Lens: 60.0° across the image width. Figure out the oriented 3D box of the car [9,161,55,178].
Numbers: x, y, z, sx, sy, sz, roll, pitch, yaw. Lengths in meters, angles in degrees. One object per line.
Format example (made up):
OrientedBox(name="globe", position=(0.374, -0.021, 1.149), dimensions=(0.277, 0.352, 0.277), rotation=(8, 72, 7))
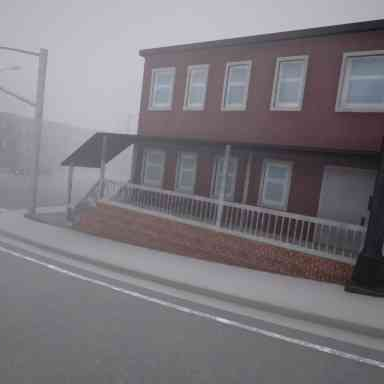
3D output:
OrientedBox(name="car", position=(-17.654, -2.660, 36.889), dimensions=(2.097, 1.767, 4.553), rotation=(10, 6, 35))
